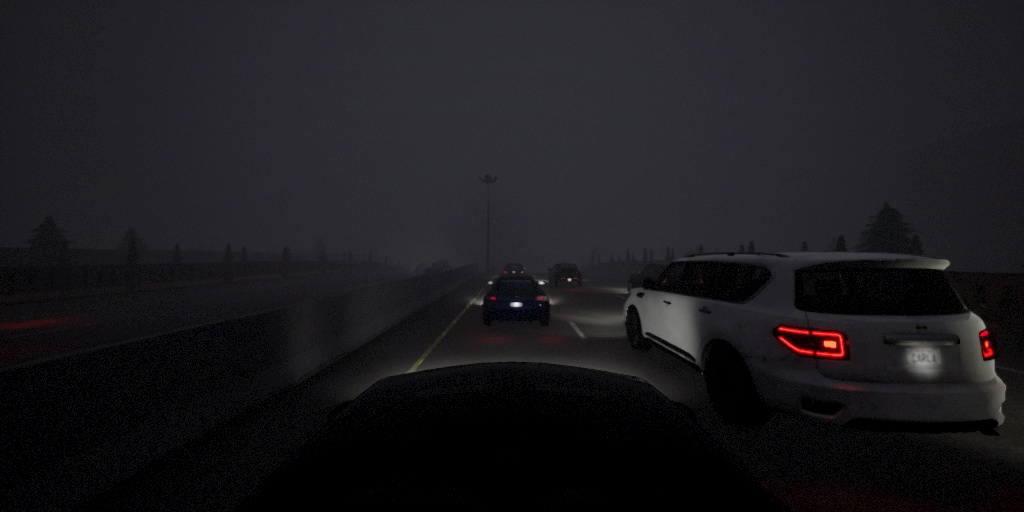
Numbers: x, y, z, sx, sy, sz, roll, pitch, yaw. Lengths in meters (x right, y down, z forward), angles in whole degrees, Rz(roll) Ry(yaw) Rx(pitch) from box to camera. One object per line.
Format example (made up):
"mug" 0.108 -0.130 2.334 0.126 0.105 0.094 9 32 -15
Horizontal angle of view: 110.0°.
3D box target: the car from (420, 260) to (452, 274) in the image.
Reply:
"car" -7.025 1.313 34.349 1.895 1.301 4.718 0 0 0

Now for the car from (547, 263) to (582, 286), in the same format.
"car" 3.632 1.234 25.038 1.837 1.490 4.892 0 0 0

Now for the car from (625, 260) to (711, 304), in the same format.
"car" 7.123 1.092 16.977 2.097 1.767 4.553 0 0 0

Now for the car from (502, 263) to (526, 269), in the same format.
"car" 0.138 1.270 29.675 2.033 1.411 5.357 0 0 0

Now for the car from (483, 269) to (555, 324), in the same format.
"car" 0.119 1.304 11.878 1.994 1.385 4.181 0 0 0

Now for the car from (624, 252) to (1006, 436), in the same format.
"car" 3.610 0.970 5.830 2.150 2.045 5.566 0 0 0

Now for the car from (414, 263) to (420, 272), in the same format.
"car" -13.926 1.856 56.554 2.097 1.767 4.553 0 -4 0
